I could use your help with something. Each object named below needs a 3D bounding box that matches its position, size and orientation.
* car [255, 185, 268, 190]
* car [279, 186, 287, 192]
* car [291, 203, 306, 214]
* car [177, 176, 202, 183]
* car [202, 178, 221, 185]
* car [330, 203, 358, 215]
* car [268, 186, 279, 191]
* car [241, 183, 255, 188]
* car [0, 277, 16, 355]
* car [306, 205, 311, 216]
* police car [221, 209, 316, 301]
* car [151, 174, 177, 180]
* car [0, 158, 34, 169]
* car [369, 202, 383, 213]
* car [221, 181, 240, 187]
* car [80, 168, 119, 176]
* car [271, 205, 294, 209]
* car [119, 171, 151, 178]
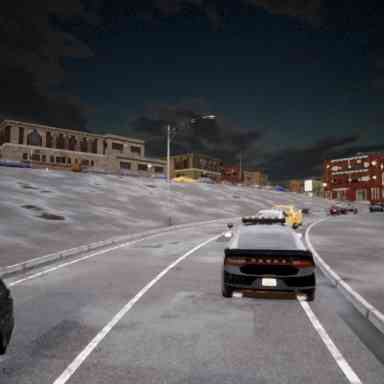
[{"bbox_3d":[14.341,-0.855,75.001,2.231,1.521,4.892,-4,-6,43],"label":"car"},{"bbox_3d":[21.717,-0.435,83.483,2.435,2.045,5.566,-3,-6,40],"label":"car"},{"bbox_3d":[6.428,1.661,23.041,1.882,1.535,5.008,-2,-2,25],"label":"car"},{"bbox_3d":[-1.242,-1.989,59.248,5.008,1.535,2.097,4,-6,-42],"label":"car"},{"bbox_3d":[2.763,-1.842,63.052,4.553,1.767,2.185,4,-6,-43],"label":"car"},{"bbox_3d":[18.832,2.072,41.347,4.674,1.442,1.812,1,-4,-40],"label":"car"},{"bbox_3d":[18.076,-0.658,79.219,2.185,1.767,4.553,-4,-6,41],"label":"car"},{"bbox_3d":[10.658,-1.103,71.030,2.002,1.452,4.674,-4,-6,44],"label":"car"},{"bbox_3d":[-3.279,1.506,2.271,2.128,1.511,4.902,0,0,4],"label":"car"},{"bbox_3d":[12.584,2.130,39.815,1.837,1.490,4.892,-4,-4,42],"label":"car"},{"bbox_3d":[1.853,1.456,8.617,1.930,1.638,5.238,-1,0,10],"label":"police car"},{"bbox_3d":[-5.345,-2.216,55.520,4.674,1.452,2.002,4,-5,-41],"label":"car"},{"bbox_3d":[-22.149,-3.301,41.346,4.553,1.767,2.185,3,-5,-40],"label":"car"},{"bbox_3d":[27.905,2.250,49.009,4.902,1.511,2.128,2,-4,-39],"label":"car"},{"bbox_3d":[6.822,-1.397,67.072,4.792,1.488,2.163,4,-6,-45],"label":"car"},{"bbox_3d":[-13.756,-2.742,48.345,4.892,1.521,2.231,3,-5,-40],"label":"car"},{"bbox_3d":[4.252,1.639,17.742,1.812,1.442,4.674,-1,-1,19],"label":"car"},{"bbox_3d":[-9.528,-2.511,51.886,4.892,1.521,2.231,3,-5,-40],"label":"car"}]
